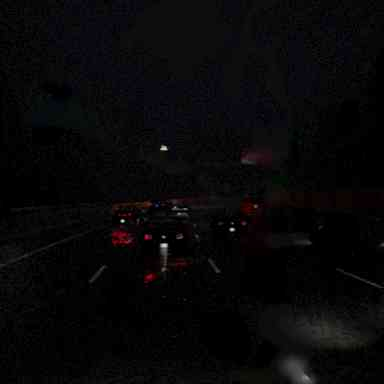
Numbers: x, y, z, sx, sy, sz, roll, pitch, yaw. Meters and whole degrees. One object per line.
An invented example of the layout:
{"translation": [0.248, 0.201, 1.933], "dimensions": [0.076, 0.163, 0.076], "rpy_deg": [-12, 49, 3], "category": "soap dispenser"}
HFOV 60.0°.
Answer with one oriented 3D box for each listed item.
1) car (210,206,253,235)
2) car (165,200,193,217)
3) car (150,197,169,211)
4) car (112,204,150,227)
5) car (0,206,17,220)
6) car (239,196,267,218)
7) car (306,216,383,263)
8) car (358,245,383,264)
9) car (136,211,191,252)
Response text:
{"translation": [2.123, 1.762, 20.244], "dimensions": [1.895, 1.301, 4.718], "rpy_deg": [-1, -1, -1], "category": "car"}
{"translation": [-1.012, 1.835, 33.046], "dimensions": [2.128, 1.511, 4.902], "rpy_deg": [-1, -1, 4], "category": "car"}
{"translation": [-3.764, 1.700, 41.456], "dimensions": [2.150, 2.045, 5.566], "rpy_deg": [-1, 0, 7], "category": "car"}
{"translation": [-4.882, 1.850, 26.198], "dimensions": [1.837, 1.490, 4.892], "rpy_deg": [-1, -1, 2], "category": "car"}
{"translation": [-15.509, 1.883, 25.524], "dimensions": [2.097, 1.767, 4.553], "rpy_deg": [-1, -1, 1], "category": "car"}
{"translation": [5.943, 1.436, 32.730], "dimensions": [2.150, 2.045, 5.566], "rpy_deg": [-1, -1, 4], "category": "car"}
{"translation": [5.980, 1.558, 11.931], "dimensions": [2.033, 1.411, 5.357], "rpy_deg": [-1, -1, -4], "category": "car"}
{"translation": [3.547, 1.464, 2.190], "dimensions": [1.837, 1.490, 4.892], "rpy_deg": [-1, 0, -8], "category": "car"}
{"translation": [-1.196, 1.770, 14.938], "dimensions": [1.895, 1.301, 4.718], "rpy_deg": [-1, -1, -3], "category": "car"}
